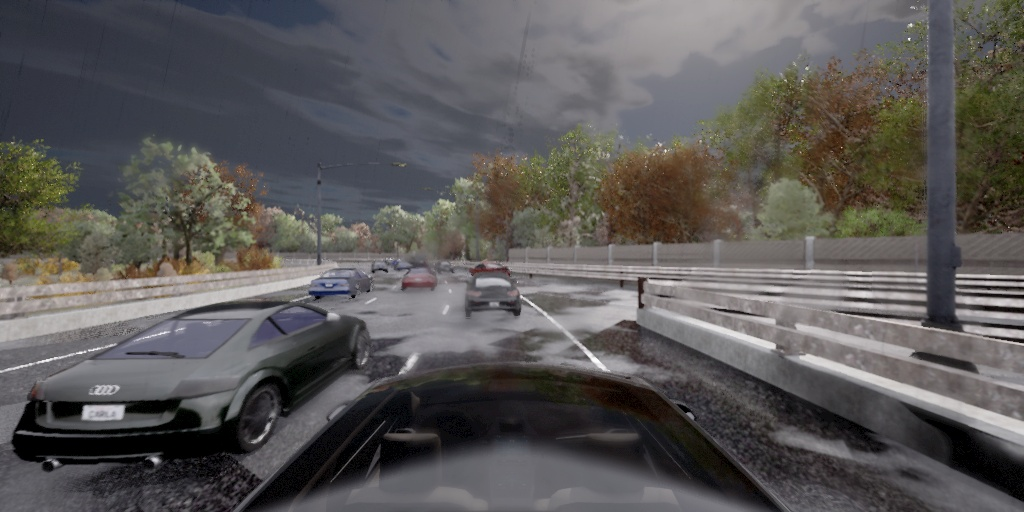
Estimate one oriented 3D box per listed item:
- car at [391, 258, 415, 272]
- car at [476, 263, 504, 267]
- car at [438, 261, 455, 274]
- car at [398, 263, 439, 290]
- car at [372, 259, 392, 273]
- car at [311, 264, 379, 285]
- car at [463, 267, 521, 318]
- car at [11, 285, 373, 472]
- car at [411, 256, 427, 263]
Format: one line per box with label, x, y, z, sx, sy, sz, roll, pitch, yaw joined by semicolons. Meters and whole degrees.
car;-15.268;1.409;49.893;1.994;1.385;4.181;0;0;-26
car;-1.975;1.281;29.111;1.882;1.535;5.008;0;-1;-28
car;-8.036;1.355;42.336;1.812;1.442;4.674;0;0;-21
car;-5.827;1.355;22.748;1.994;1.385;4.181;0;0;-11
car;-16.877;1.384;45.397;2.033;1.411;5.357;0;0;-25
car;-8.437;1.330;18.124;2.033;1.411;5.357;0;0;-10
car;-0.773;1.298;13.050;1.812;1.442;4.674;0;0;-6
car;-3.581;1.321;5.085;1.994;1.385;4.181;0;0;-2
car;-14.962;1.078;56.560;2.150;2.045;5.566;0;0;-29
